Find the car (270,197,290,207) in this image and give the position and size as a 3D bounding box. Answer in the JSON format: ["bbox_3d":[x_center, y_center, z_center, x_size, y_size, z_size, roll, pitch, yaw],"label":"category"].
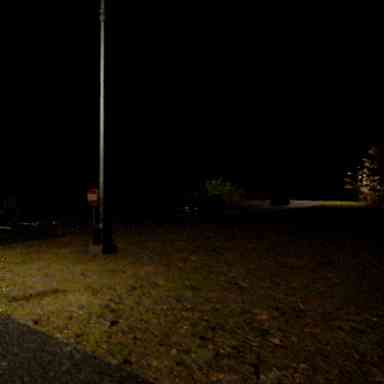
[{"bbox_3d":[13.824,1.479,52.089,1.882,1.535,5.008,1,0,33],"label":"car"}]

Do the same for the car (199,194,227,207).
[{"bbox_3d":[3.091,1.211,48.634,2.097,1.767,4.553,1,0,34],"label":"car"}]

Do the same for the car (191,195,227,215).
[{"bbox_3d":[1.794,1.422,34.104,1.882,1.535,5.008,1,0,34],"label":"car"}]
